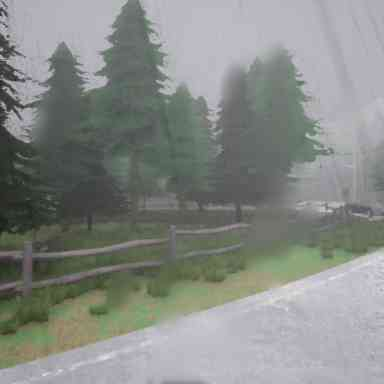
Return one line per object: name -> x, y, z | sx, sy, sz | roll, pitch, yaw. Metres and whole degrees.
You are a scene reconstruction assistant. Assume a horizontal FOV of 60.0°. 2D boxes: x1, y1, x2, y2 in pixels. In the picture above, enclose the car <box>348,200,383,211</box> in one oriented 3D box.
car -> 15.828, 1.472, 29.860 | 2.128, 1.511, 4.902 | 0, 0, -4
